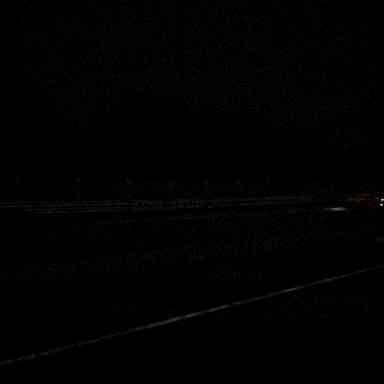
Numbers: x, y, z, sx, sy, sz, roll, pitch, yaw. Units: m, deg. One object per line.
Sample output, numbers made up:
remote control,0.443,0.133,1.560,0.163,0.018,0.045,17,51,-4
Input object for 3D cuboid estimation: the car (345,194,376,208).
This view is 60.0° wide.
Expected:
car,20.012,1.007,38.974,5.008,1.535,1.882,-1,1,-33

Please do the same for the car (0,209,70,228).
car,-6.961,1.401,11.922,5.008,1.535,1.882,1,0,-35

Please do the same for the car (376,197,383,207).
car,22.752,0.885,36.589,4.553,1.767,2.097,-1,1,-33
